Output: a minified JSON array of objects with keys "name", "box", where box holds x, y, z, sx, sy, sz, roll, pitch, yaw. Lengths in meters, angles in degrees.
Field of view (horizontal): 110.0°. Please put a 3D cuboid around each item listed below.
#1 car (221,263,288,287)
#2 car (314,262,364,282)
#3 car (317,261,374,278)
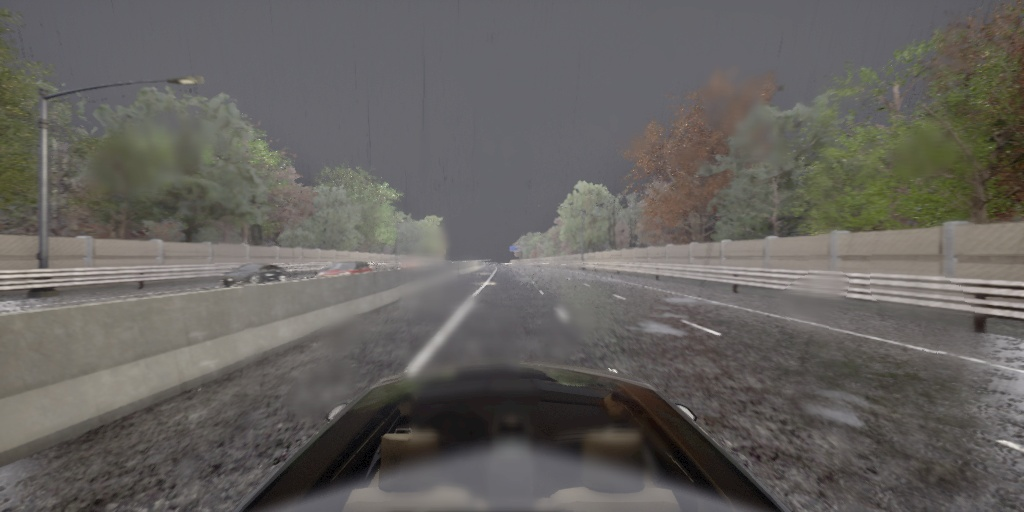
[{"name":"car","box":[-17.716,1.281,24.931,1.837,1.490,4.892,0,-1,0]},{"name":"car","box":[-14.279,1.290,29.985,1.837,1.490,4.892,0,-1,-1]},{"name":"car","box":[-10.704,1.115,23.379,2.097,1.767,4.553,0,0,0]}]
